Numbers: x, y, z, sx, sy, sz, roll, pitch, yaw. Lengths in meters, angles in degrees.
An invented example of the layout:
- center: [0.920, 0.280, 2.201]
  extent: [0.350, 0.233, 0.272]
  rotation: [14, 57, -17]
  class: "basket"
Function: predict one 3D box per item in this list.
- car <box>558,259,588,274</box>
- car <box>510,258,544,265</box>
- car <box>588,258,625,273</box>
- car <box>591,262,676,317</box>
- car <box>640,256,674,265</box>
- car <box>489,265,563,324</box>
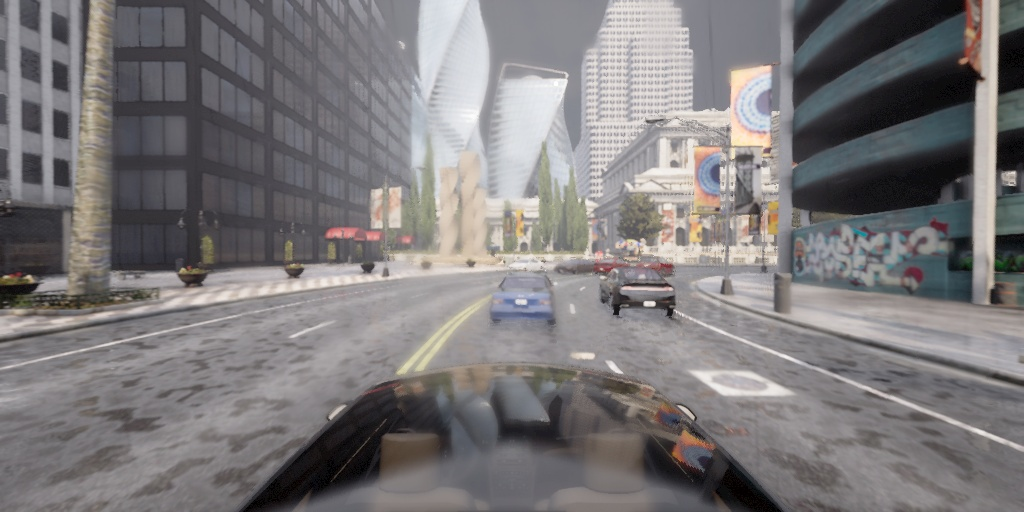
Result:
- center: [6.145, 0.945, 34.210]
  extent: [2.033, 1.411, 5.357]
  rotation: [1, 1, 40]
  class: "car"
- center: [1.339, 0.919, 33.493]
  extent: [1.812, 1.442, 4.674]
  rotation: [1, 1, 35]
  class: "car"
- center: [8.931, 0.912, 31.580]
  extent: [1.882, 1.535, 5.008]
  rotation: [0, 1, 38]
  class: "car"
- center: [4.215, 1.129, 12.621]
  extent: [2.128, 1.511, 4.902]
  rotation: [0, 1, 7]
  class: "car"
- center: [11.951, 0.816, 29.734]
  extent: [2.097, 1.767, 4.553]
  rotation: [1, 1, 39]
  class: "car"
- center: [0.498, 1.187, 11.576]
  extent: [2.033, 1.411, 5.357]
  rotation: [0, 1, 6]
  class: "car"
